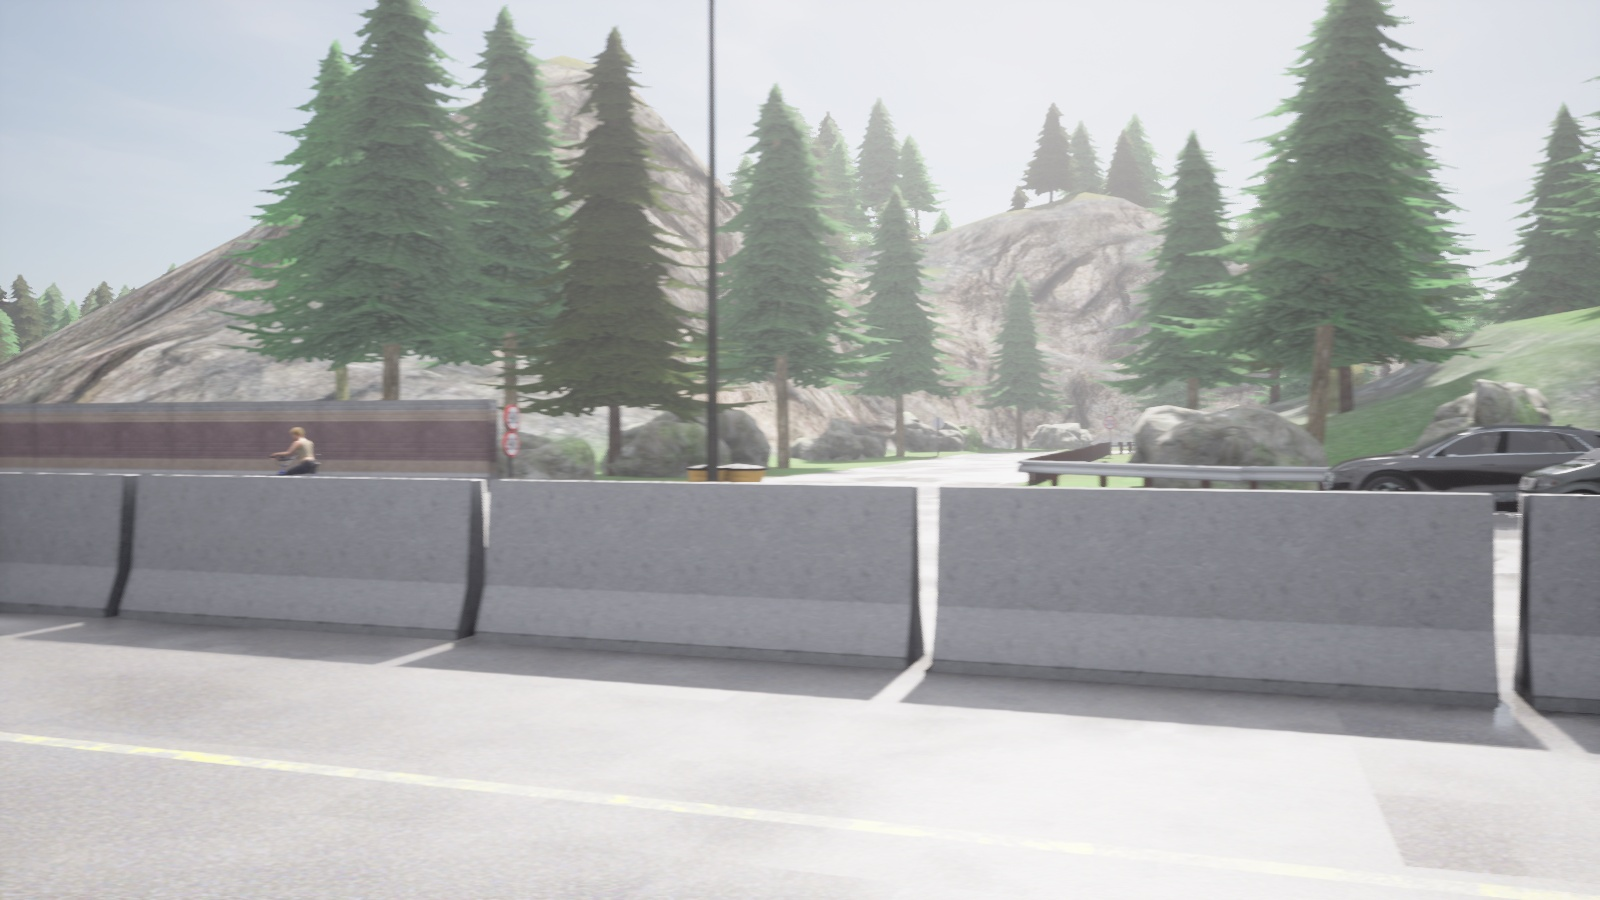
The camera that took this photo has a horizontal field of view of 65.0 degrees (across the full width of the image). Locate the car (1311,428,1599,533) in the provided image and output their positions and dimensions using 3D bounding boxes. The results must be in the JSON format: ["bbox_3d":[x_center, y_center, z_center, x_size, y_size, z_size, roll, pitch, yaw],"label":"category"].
[{"bbox_3d":[11.442,0.465,21.494,4.856,1.649,2.033,1,1,19],"label":"car"}]

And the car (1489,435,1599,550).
[{"bbox_3d":[11.941,0.580,17.634,3.705,1.549,1.789,1,1,19],"label":"car"}]

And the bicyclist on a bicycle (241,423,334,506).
[{"bbox_3d":[-10.236,0.272,25.103,1.509,1.612,0.866,1,1,18],"label":"bicyclist on a bicycle"}]
